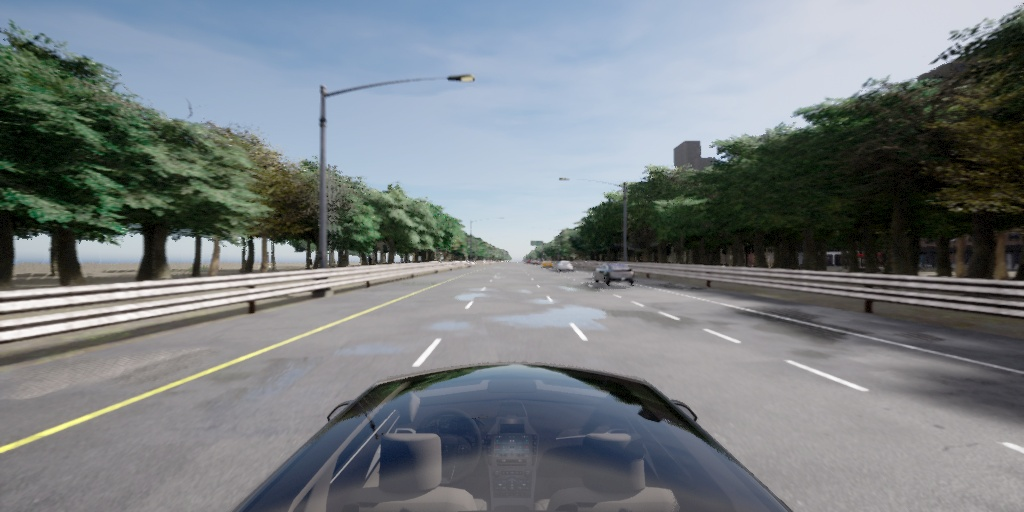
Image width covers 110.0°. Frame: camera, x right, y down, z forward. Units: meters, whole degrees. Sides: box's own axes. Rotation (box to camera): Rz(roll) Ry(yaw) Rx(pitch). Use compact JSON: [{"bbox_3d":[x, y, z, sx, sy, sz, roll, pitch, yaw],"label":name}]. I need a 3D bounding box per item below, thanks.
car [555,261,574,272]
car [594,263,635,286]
[{"bbox_3d":[7.114,1.427,48.877,1.812,1.442,4.674,0,-1,0],"label":"car"},{"bbox_3d":[7.027,1.258,25.031,2.128,1.511,4.902,0,0,0],"label":"car"}]
